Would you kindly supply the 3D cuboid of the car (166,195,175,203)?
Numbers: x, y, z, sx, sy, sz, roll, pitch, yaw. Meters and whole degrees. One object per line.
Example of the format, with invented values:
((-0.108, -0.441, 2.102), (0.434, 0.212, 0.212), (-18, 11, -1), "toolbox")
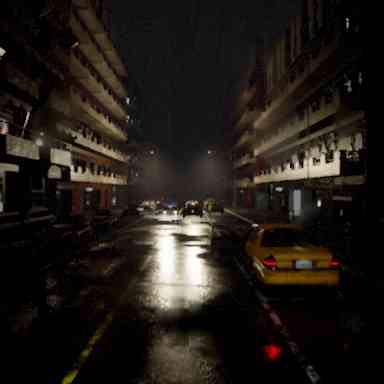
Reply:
((-5.690, 1.859, 88.194), (2.192, 1.841, 5.009), (-1, 0, 0), "car")

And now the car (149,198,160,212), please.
((-5.694, 1.816, 43.377), (2.008, 1.369, 4.403), (-1, 0, 0), "car")

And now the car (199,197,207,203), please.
((2.693, 2.035, 82.731), (1.752, 1.417, 4.829), (-1, 0, 0), "car")

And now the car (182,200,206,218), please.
((0.065, 1.765, 32.906), (1.994, 1.385, 4.181), (0, 0, 0), "car")

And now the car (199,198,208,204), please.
((2.692, 2.025, 76.959), (2.008, 1.369, 4.403), (-1, 0, 0), "car")

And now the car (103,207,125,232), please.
((-5.697, 1.710, 20.969), (1.802, 1.307, 4.206), (-1, 0, 0), "car")

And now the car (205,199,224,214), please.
((2.685, 1.757, 37.915), (1.752, 1.417, 4.829), (-1, 0, 0), "car")

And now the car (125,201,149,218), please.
((-5.695, 1.748, 32.173), (2.008, 1.369, 4.403), (-1, 0, 0), "car")

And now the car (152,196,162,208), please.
((-5.695, 1.650, 54.582), (2.192, 1.841, 5.009), (-1, 0, 0), "car")

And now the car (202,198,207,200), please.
((2.686, 1.831, 43.346), (1.947, 1.339, 4.313), (-1, 0, 0), "car")

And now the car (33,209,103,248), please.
((-5.698, 1.676, 15.367), (1.802, 1.307, 4.206), (-1, 0, 0), "car")

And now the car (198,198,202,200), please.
((0.058, 1.885, 46.420), (1.895, 1.301, 4.718), (0, 0, 1), "car")

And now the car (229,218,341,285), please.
((2.352, 1.515, 9.557), (1.801, 1.575, 5.366), (0, 0, 0), "car")

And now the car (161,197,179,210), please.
((-2.996, 1.820, 47.719), (1.812, 1.442, 4.674), (0, -1, 0), "car")

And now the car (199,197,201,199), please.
((2.691, 2.005, 71.356), (1.947, 1.339, 4.313), (-1, 0, 0), "car")

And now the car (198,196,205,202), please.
((2.693, 2.019, 93.765), (1.967, 1.590, 4.097), (-1, 0, 0), "car")

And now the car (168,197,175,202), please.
((-5.685, 2.161, 93.794), (1.802, 1.307, 4.206), (-1, 0, 0), "car")

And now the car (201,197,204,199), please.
((2.686, 1.740, 48.949), (1.967, 1.590, 4.097), (-1, 0, 0), "car")
